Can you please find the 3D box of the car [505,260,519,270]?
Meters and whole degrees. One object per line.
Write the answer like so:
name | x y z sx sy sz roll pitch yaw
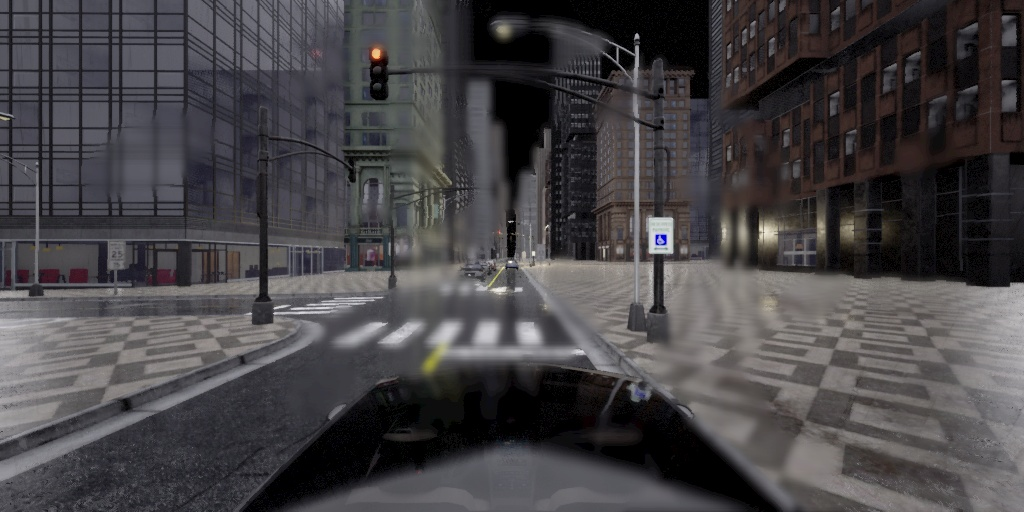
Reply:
car | -0.015 1.325 53.394 1.994 1.385 4.181 0 0 0

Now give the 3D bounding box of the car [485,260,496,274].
car | -3.105 1.244 37.952 2.128 1.511 4.902 0 0 0

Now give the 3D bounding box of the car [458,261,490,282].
car | -3.111 1.314 28.981 1.994 1.385 4.181 0 0 0
